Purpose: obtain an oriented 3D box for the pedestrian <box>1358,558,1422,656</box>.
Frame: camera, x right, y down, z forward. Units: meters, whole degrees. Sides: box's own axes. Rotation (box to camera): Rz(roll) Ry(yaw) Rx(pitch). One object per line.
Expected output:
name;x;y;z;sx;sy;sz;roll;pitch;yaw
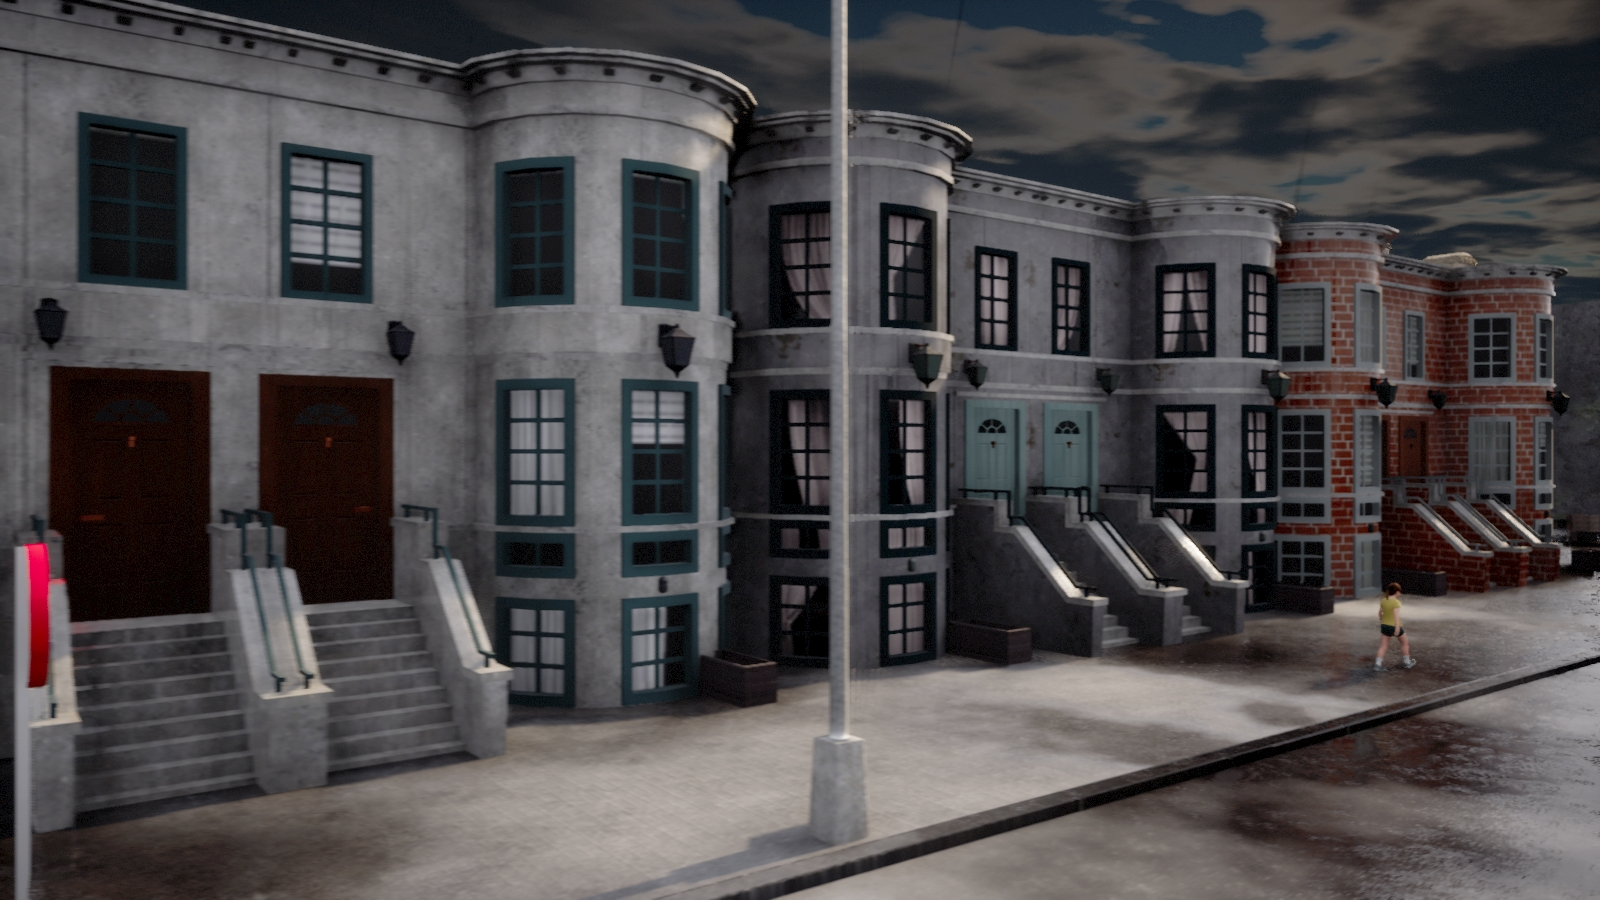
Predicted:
pedestrian;7.194;1.904;13.939;0.500;1.100;0.500;0;0;-25
